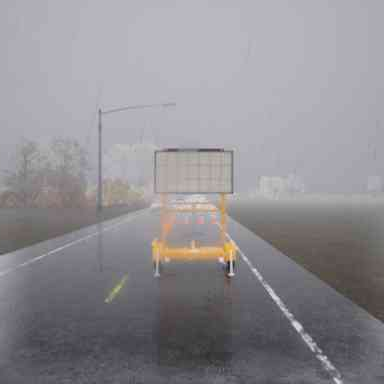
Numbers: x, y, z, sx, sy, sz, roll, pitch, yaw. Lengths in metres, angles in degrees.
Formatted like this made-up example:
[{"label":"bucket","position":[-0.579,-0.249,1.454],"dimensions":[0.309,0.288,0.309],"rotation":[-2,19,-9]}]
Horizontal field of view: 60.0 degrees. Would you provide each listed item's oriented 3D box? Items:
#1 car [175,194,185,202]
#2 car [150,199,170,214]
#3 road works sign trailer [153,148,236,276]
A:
[{"label":"car","position":[-2.710,1.297,77.078],"dimensions":[2.097,1.767,4.553],"rotation":[0,0,1]},{"label":"car","position":[-3.376,1.519,35.801],"dimensions":[1.812,1.442,4.674],"rotation":[0,0,1]},{"label":"road works sign trailer","position":[0.054,0.461,10.319],"dimensions":[2.380,3.560,2.880],"rotation":[0,0,-1]}]
